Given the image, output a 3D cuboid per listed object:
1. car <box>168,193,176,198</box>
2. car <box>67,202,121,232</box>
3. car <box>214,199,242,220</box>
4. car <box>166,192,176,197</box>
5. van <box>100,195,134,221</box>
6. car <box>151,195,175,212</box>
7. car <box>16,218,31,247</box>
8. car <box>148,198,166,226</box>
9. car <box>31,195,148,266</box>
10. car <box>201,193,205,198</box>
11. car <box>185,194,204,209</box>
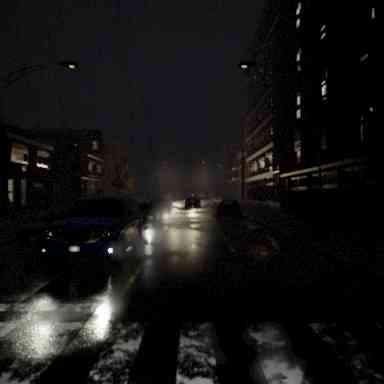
[{"bbox_3d":[-5.675,0.858,93.867,1.947,1.339,4.313,1,0,0],"label":"car"},{"bbox_3d":[-5.676,1.392,19.941,1.887,1.381,4.507,1,0,0],"label":"car"},{"bbox_3d":[2.706,1.243,25.688,1.967,1.590,4.097,1,0,0],"label":"car"},{"bbox_3d":[-5.673,0.816,82.492,1.967,1.590,4.097,1,0,0],"label":"car"},{"bbox_3d":[-5.672,1.145,25.627,1.690,1.788,3.998,1,0,0],"label":"van"},{"bbox_3d":[-3.084,1.304,33.957,1.994,1.385,4.181,0,0,0],"label":"car"},{"bbox_3d":[-5.753,1.435,14.259,1.887,1.381,4.507,1,0,0],"label":"car"},{"bbox_3d":[-3.089,1.378,22.139,2.033,1.411,5.357,0,0,-1],"label":"car"},{"bbox_3d":[-3.093,1.132,11.572,2.150,2.045,5.566,0,0,0],"label":"car"},{"bbox_3d":[2.705,0.857,88.410,1.752,1.417,4.829,1,0,0],"label":"car"},{"bbox_3d":[0.100,1.295,40.076,1.895,1.301,4.718,0,0,0],"label":"car"}]
